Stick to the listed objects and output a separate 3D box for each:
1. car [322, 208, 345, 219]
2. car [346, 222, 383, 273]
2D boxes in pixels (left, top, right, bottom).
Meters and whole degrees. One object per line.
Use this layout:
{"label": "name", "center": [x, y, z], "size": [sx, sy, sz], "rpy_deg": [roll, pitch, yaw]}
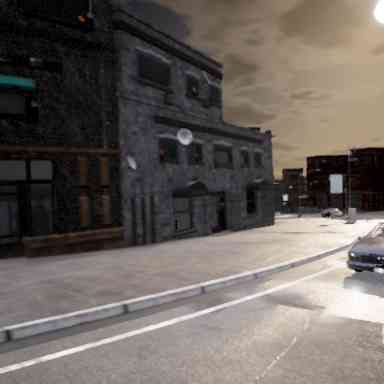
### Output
{"label": "car", "center": [21.525, 3.281, 50.914], "size": [2.128, 1.511, 4.902], "rpy_deg": [-2, -3, -1]}
{"label": "car", "center": [6.603, 1.651, 10.451], "size": [2.033, 1.411, 5.357], "rpy_deg": [-1, -1, 42]}
